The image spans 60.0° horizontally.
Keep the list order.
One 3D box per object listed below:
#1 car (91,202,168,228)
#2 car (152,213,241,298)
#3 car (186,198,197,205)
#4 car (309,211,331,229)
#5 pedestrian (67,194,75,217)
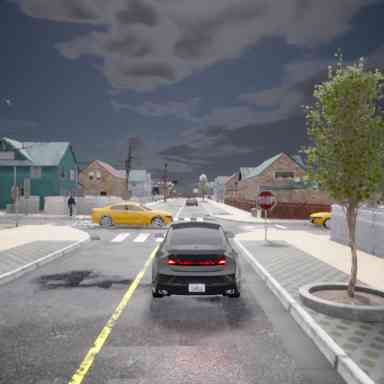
[{"bbox_3d":[-3.686,1.420,20.754,5.008,1.535,1.882,1,-1,0],"label":"car"},{"bbox_3d":[0.081,1.510,8.513,1.837,1.490,4.892,0,0,0],"label":"car"},{"bbox_3d":[-0.034,1.689,60.193,1.994,1.385,4.181,0,0,0],"label":"car"},{"bbox_3d":[10.973,1.798,23.710,5.008,1.535,1.882,1,-1,-1],"label":"car"},{"bbox_3d":[-9.687,1.046,26.608,0.375,1.860,0.375,0,-2,0],"label":"pedestrian"}]
